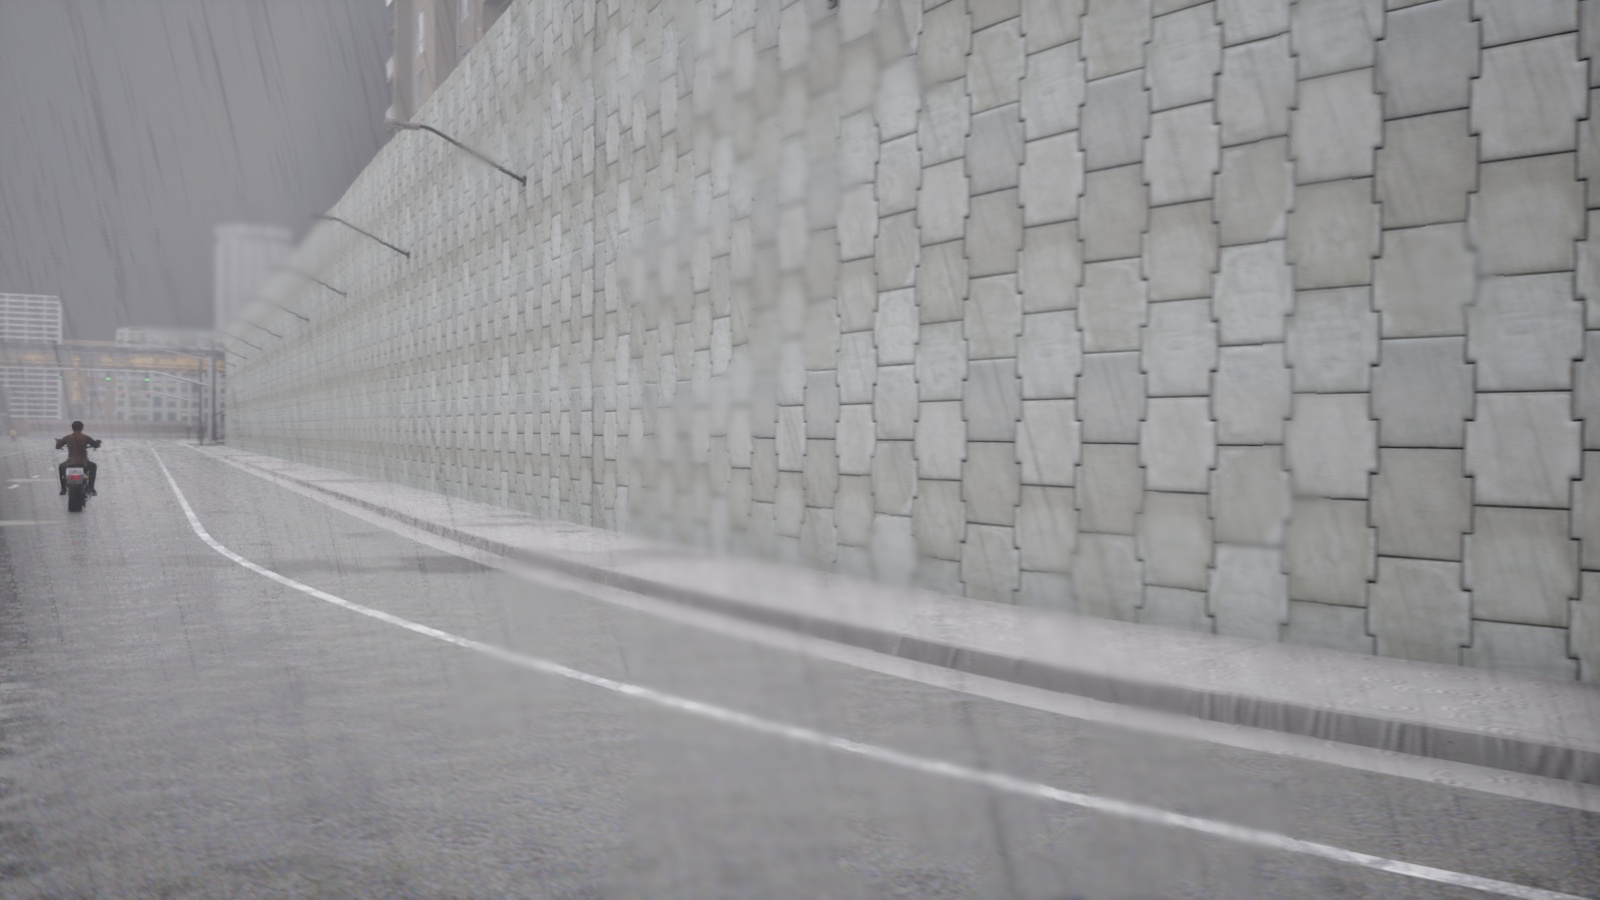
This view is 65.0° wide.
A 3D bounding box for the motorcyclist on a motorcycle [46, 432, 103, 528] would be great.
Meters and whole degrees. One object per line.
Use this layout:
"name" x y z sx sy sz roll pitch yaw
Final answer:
"motorcyclist on a motorcycle" -13.094 0.508 22.713 0.766 1.649 2.350 -1 1 -28
